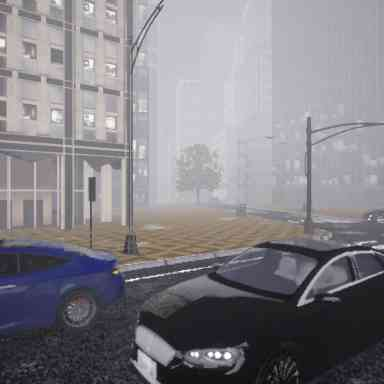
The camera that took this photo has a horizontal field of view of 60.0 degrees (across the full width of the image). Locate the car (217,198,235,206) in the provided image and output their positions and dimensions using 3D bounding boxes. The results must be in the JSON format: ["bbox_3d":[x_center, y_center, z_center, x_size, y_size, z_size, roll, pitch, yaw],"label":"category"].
[{"bbox_3d":[6.680,1.923,62.502,1.812,1.442,4.674,0,0,-8],"label":"car"}]

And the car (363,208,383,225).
[{"bbox_3d":[15.113,1.560,24.040,4.892,1.490,1.837,-1,2,16],"label":"car"}]

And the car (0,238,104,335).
[{"bbox_3d":[-3.357,1.525,5.296,4.674,1.442,1.812,0,0,-36],"label":"car"}]

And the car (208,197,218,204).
[{"bbox_3d":[4.924,1.855,74.619,2.097,1.767,4.553,0,0,-8],"label":"car"}]

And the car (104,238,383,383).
[{"bbox_3d":[1.522,1.492,4.825,4.902,1.511,2.128,0,0,-36],"label":"car"}]
